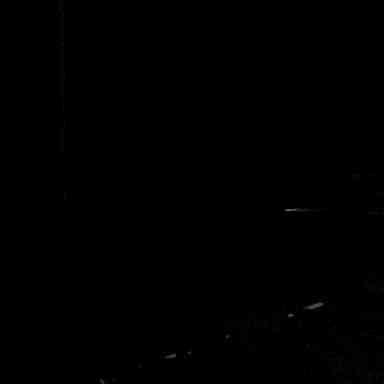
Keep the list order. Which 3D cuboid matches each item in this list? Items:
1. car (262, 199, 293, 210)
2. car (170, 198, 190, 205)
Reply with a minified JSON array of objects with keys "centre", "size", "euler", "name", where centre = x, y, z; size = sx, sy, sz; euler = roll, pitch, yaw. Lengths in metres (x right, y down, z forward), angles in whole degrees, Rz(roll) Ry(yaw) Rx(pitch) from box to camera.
[{"centre":[11.544,1.642,45.017],"size":[1.994,1.385,4.181],"euler":[-2,0,-36],"name":"car"},{"centre":[-2.306,1.780,64.516],"size":[1.895,1.301,4.718],"euler":[-2,2,-35],"name":"car"}]
